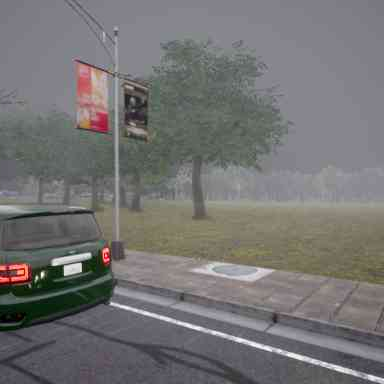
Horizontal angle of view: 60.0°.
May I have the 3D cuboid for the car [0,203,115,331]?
[{"bbox_3d":[-3.918,1.235,6.436,5.566,2.045,2.150,0,0,36],"label":"car"}]
